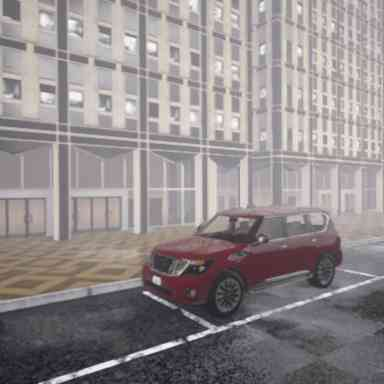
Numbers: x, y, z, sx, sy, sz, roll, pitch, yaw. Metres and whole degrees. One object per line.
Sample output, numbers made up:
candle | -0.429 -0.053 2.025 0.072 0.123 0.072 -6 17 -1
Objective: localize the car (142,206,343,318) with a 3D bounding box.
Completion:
car | 1.400 1.290 7.561 5.009 1.841 2.192 0 0 -35
